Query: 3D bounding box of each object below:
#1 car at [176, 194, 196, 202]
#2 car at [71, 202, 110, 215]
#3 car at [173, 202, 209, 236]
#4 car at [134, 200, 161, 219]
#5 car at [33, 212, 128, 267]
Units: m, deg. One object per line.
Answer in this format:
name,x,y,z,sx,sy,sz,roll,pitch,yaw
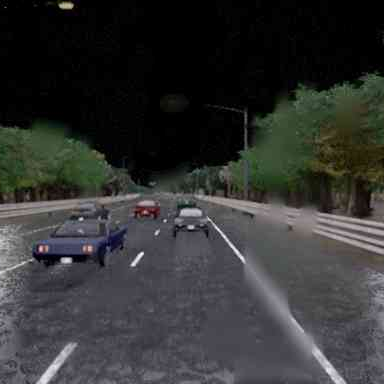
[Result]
car,-0.674,1.190,39.165,2.150,2.045,5.566,0,0,-2
car,-7.200,1.486,23.880,1.837,1.490,4.892,0,0,-1
car,-0.079,1.509,18.231,1.812,1.442,4.674,0,0,-1
car,-3.839,1.454,29.183,1.882,1.535,5.008,0,0,-2
car,-3.476,1.591,11.376,1.895,1.301,4.718,0,0,-1
